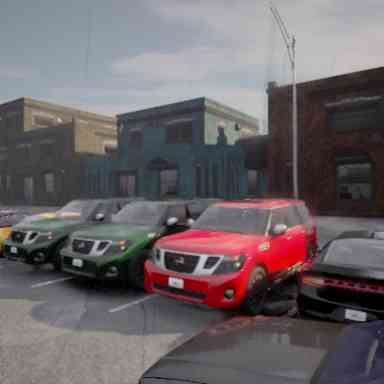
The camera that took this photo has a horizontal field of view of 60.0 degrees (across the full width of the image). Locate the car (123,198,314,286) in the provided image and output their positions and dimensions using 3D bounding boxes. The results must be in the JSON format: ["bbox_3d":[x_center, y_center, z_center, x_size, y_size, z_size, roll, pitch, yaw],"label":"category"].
[{"bbox_3d":[1.327,1.212,7.972,2.435,2.045,5.566,0,0,35],"label":"car"}]

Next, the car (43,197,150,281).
[{"bbox_3d":[-0.915,1.203,9.570,2.435,2.045,5.566,0,0,35],"label":"car"}]

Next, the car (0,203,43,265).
[{"bbox_3d":[-3.160,1.205,11.171,2.435,2.045,5.566,0,0,35],"label":"car"}]

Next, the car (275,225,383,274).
[{"bbox_3d":[3.585,1.474,6.391,2.097,1.535,5.008,0,0,35],"label":"car"}]

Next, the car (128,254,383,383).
[{"bbox_3d":[2.080,1.553,1.894,5.357,1.411,2.033,1,0,36],"label":"car"}]
